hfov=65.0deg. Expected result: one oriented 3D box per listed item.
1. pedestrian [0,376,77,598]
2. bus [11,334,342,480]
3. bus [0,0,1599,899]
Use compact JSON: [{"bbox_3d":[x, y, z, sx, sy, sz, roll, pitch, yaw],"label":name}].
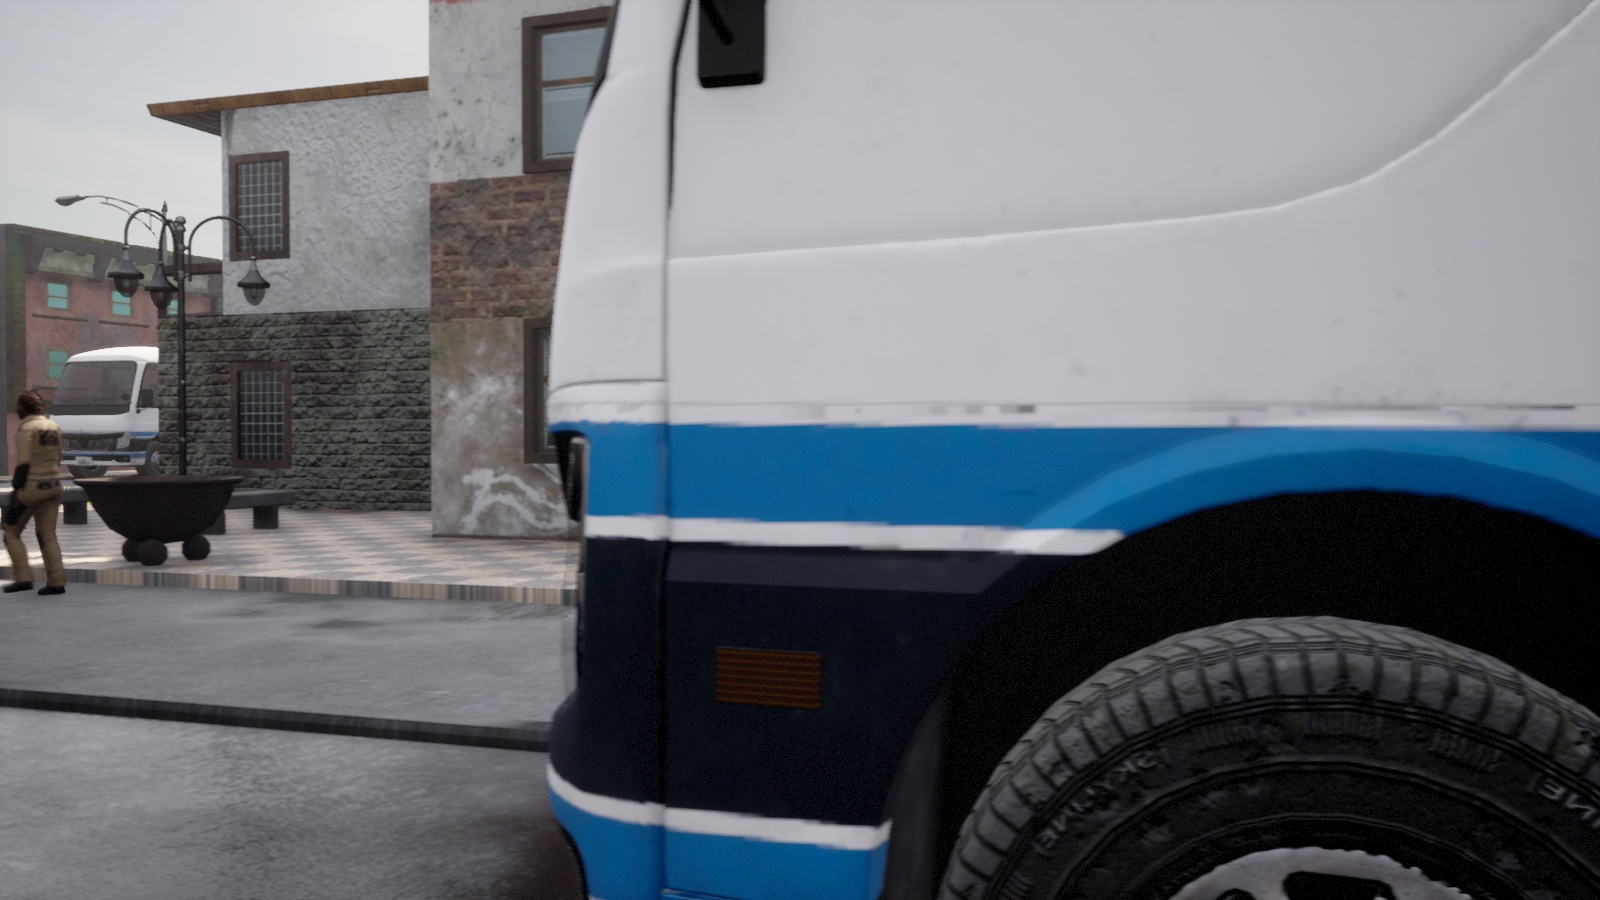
[{"bbox_3d":[-6.871,0.315,11.151,0.692,1.930,0.396,1,1,13],"label":"pedestrian"},{"bbox_3d":[-20.356,-1.352,42.159,3.944,4.253,10.273,1,1,17],"label":"bus"},{"bbox_3d":[4.024,-0.569,2.398,10.273,4.253,3.944,1,1,17],"label":"bus"}]
